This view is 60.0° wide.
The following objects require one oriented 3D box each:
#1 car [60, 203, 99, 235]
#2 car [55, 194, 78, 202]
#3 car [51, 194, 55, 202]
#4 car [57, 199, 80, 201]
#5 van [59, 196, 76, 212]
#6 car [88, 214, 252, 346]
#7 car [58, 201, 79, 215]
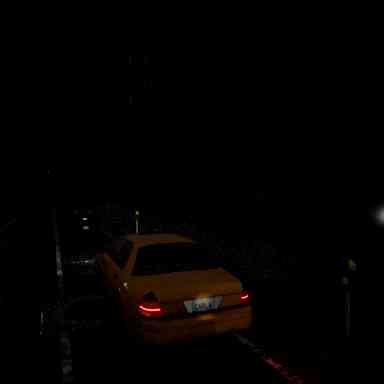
[{"bbox_3d":[-6.151,1.551,18.660,2.008,1.369,4.403,0,0,-23],"label":"car"},{"bbox_3d":[-12.549,1.316,33.946,2.192,1.841,5.009,0,0,-23],"label":"car"},{"bbox_3d":[-31.891,1.468,79.418,1.967,1.590,4.097,0,0,-24],"label":"car"},{"bbox_3d":[-10.416,1.566,28.851,1.947,1.339,4.313,0,0,-23],"label":"car"},{"bbox_3d":[-14.681,1.342,39.042,1.690,1.788,3.998,0,0,-23],"label":"van"},{"bbox_3d":[-0.844,1.457,6.737,1.801,1.575,5.366,0,0,-23],"label":"car"},{"bbox_3d":[-8.283,1.551,23.755,2.008,1.369,4.403,0,0,-23],"label":"car"}]
